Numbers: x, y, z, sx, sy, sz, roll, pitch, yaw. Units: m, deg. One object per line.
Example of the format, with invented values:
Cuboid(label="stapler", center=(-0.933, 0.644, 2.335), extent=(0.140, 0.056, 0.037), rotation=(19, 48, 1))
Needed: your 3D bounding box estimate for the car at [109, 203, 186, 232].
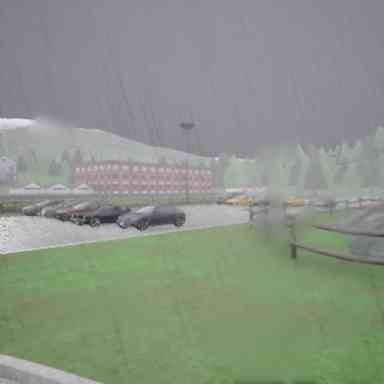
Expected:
Cuboid(label="car", center=(-2.306, 1.459, 20.004), extent=(1.812, 1.442, 4.674), rotation=(0, 0, 42))

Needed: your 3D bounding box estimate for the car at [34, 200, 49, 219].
Cuboid(label="car", center=(-9.809, 1.435, 27.373), extent=(2.128, 1.511, 4.902), rotation=(0, 0, 43))

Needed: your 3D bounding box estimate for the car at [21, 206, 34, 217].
Cuboid(label="car", center=(-12.498, 1.453, 29.618), extent=(1.837, 1.490, 4.892), rotation=(0, 0, 43))

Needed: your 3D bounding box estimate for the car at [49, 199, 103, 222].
Cuboid(label="car", center=(-7.532, 1.420, 24.679), extent=(1.882, 1.535, 5.008), rotation=(0, 0, 43))

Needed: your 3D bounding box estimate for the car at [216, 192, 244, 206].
Cuboid(label="car", center=(5.870, 1.004, 49.528), extent=(2.150, 2.045, 5.566), rotation=(0, 0, 43))

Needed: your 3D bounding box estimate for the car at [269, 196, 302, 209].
Cuboid(label="car", center=(11.831, 1.261, 40.529), extent=(1.882, 1.535, 5.008), rotation=(0, 0, 43))

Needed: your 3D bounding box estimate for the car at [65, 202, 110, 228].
Cuboid(label="car", center=(-5.457, 1.543, 21.764), extent=(1.895, 1.301, 4.718), rotation=(0, 0, 43))

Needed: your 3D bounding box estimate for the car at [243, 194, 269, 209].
Cuboid(label="car", center=(9.051, 1.267, 42.678), extent=(1.882, 1.535, 5.008), rotation=(0, 0, 43))

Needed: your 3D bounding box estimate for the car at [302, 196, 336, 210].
Cuboid(label="car", center=(15.269, 1.264, 39.083), extent=(2.128, 1.511, 4.902), rotation=(0, 0, 43))

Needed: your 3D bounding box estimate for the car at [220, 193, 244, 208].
Cuboid(label="car", center=(6.478, 1.271, 45.050), extent=(1.882, 1.535, 5.008), rotation=(0, 0, 43))
